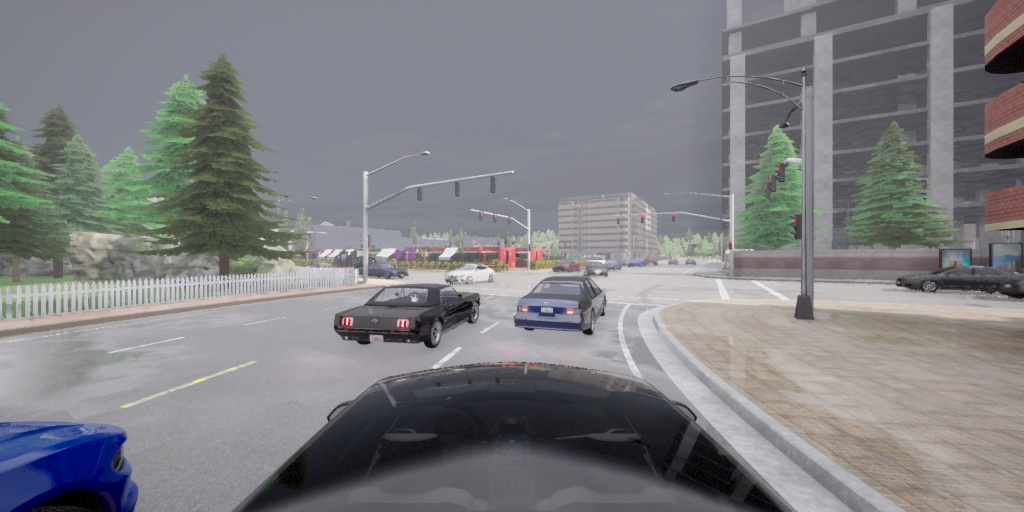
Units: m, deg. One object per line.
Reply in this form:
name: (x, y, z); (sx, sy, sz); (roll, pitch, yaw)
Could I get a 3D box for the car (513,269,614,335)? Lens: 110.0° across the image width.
car: (1.674, 1.297, 10.653); (2.033, 1.411, 5.357); (0, 0, 20)

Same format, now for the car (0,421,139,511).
car: (-3.214, 1.228, 0.115); (1.882, 1.535, 5.008); (0, 0, -2)

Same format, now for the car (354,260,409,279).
car: (-12.040, 1.353, 33.215); (5.357, 1.411, 2.033); (0, 0, 31)

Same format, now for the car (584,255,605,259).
car: (12.373, 0.972, 53.123); (2.150, 2.045, 5.566); (0, 0, 29)

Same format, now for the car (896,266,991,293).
car: (25.032, 1.310, 20.052); (4.892, 1.490, 1.837); (0, 0, 30)

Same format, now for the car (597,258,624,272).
car: (12.972, 1.275, 47.118); (1.812, 1.442, 4.674); (0, 0, 30)

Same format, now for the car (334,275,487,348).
car: (-2.261, 1.351, 9.296); (1.895, 1.301, 4.718); (0, 0, 11)

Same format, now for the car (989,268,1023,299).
car: (25.001, 1.369, 15.820); (4.181, 1.385, 1.994); (0, 0, 30)

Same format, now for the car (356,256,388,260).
car: (-14.682, 1.027, 38.808); (5.566, 2.045, 2.150); (0, 0, 30)

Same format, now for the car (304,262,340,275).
car: (-20.076, 1.331, 37.891); (4.674, 1.442, 1.812); (0, 0, 30)

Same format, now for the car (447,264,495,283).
car: (-2.941, 1.313, 26.201); (1.812, 1.442, 4.674); (0, 0, 29)

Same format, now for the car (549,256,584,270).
car: (6.520, 1.102, 42.875); (2.097, 1.767, 4.553); (0, 0, 30)

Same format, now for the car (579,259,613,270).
car: (7.978, 1.286, 34.525); (2.128, 1.511, 4.902); (0, 0, 7)
